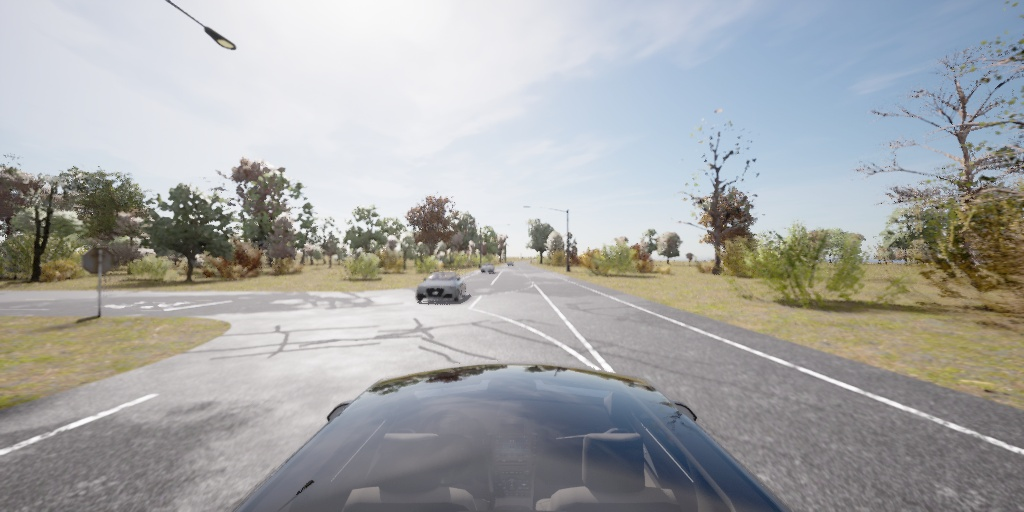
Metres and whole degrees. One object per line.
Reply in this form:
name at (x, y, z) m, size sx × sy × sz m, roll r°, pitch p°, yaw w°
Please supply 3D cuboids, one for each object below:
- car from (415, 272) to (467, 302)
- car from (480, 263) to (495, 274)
car at (-3.459, 1.508, 18.155) m, size 1.994 × 1.385 × 4.181 m, roll 0°, pitch -1°, yaw 0°
car at (-3.442, 1.814, 51.399) m, size 2.128 × 1.511 × 4.902 m, roll 0°, pitch -1°, yaw 0°
